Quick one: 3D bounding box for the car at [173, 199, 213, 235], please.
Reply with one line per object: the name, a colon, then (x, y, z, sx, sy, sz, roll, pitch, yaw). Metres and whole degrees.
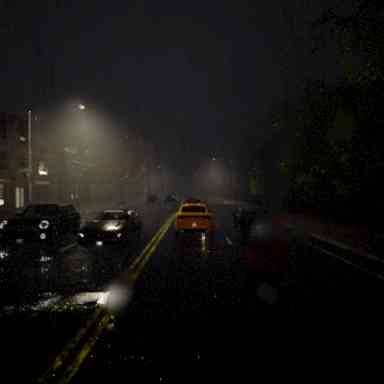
car: (0.106, 1.372, 17.990, 1.882, 1.535, 5.008, 0, 0, 0)

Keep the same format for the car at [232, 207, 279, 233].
car: (3.357, 1.491, 18.660, 1.895, 1.301, 4.718, 0, 0, 0)

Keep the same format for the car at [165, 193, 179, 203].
car: (-3.389, 1.020, 56.752, 2.097, 1.767, 4.553, 0, 0, 0)

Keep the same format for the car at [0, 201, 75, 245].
car: (-6.595, 1.264, 14.945, 2.097, 1.767, 4.553, 0, 0, 0)

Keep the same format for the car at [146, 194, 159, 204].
car: (-6.638, 1.172, 56.763, 1.837, 1.490, 4.892, 0, 1, 0)

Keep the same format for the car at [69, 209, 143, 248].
car: (-3.346, 1.461, 14.687, 2.033, 1.411, 5.357, 0, 0, 0)
